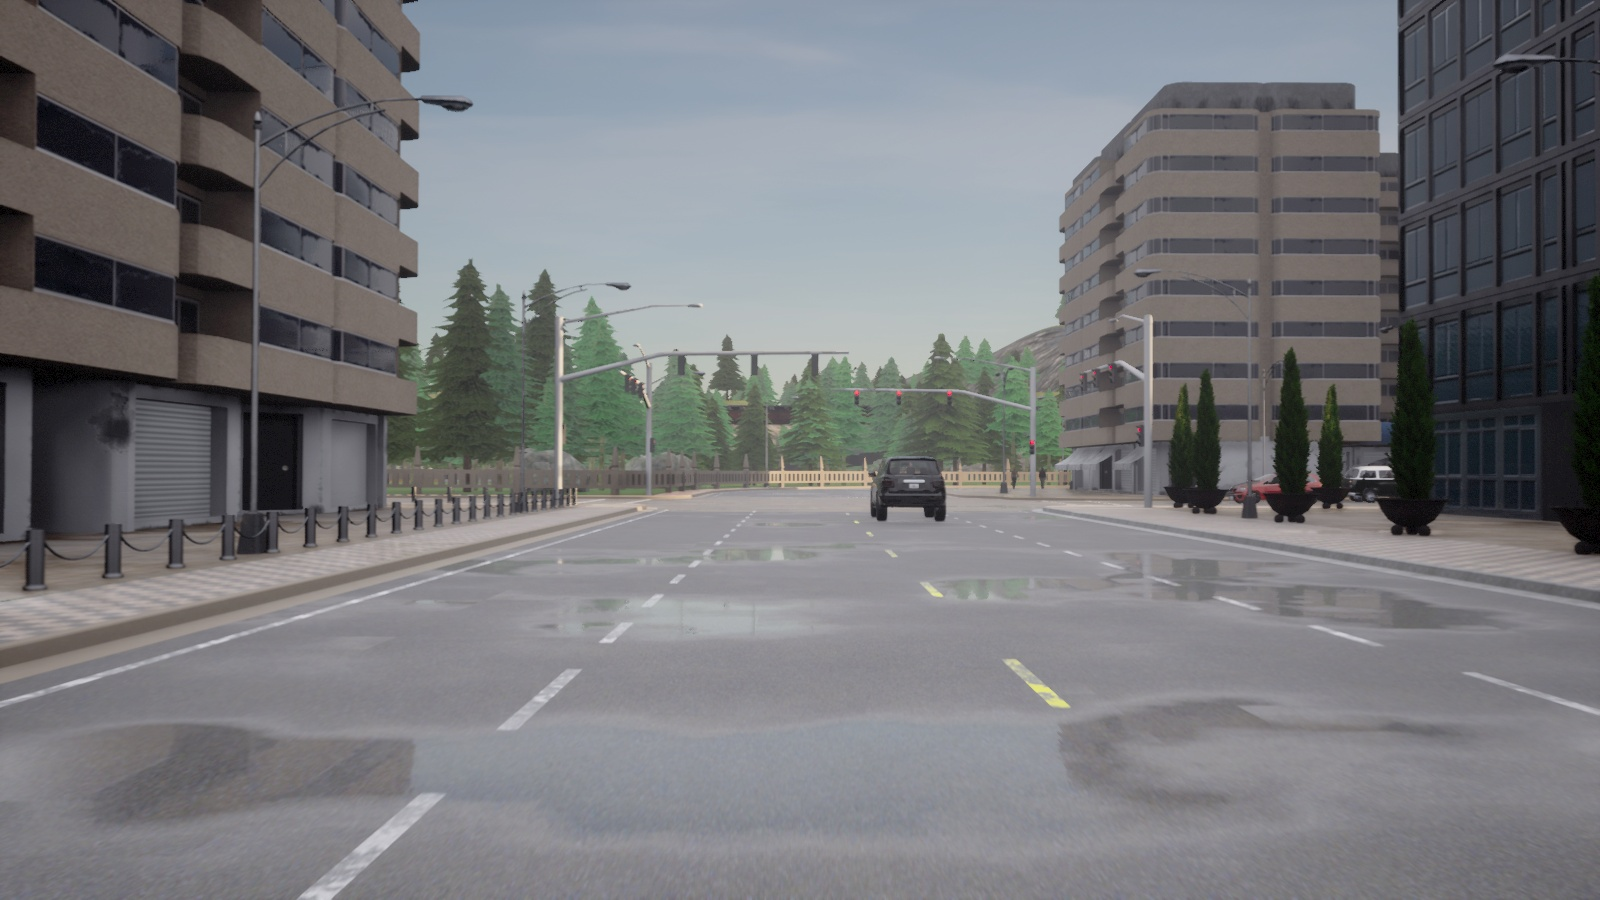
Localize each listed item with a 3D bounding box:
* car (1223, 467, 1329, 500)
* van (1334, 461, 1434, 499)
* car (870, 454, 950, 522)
[{"bbox_3d":[24.651,1.708,65.122,4.611,1.667,2.242,0,-1,0],"label":"car"},{"bbox_3d":[31.872,1.619,68.662,4.480,2.038,2.069,0,-1,0],"label":"van"},{"bbox_3d":[3.512,1.210,41.200,2.150,2.045,5.566,0,-1,0],"label":"car"}]
